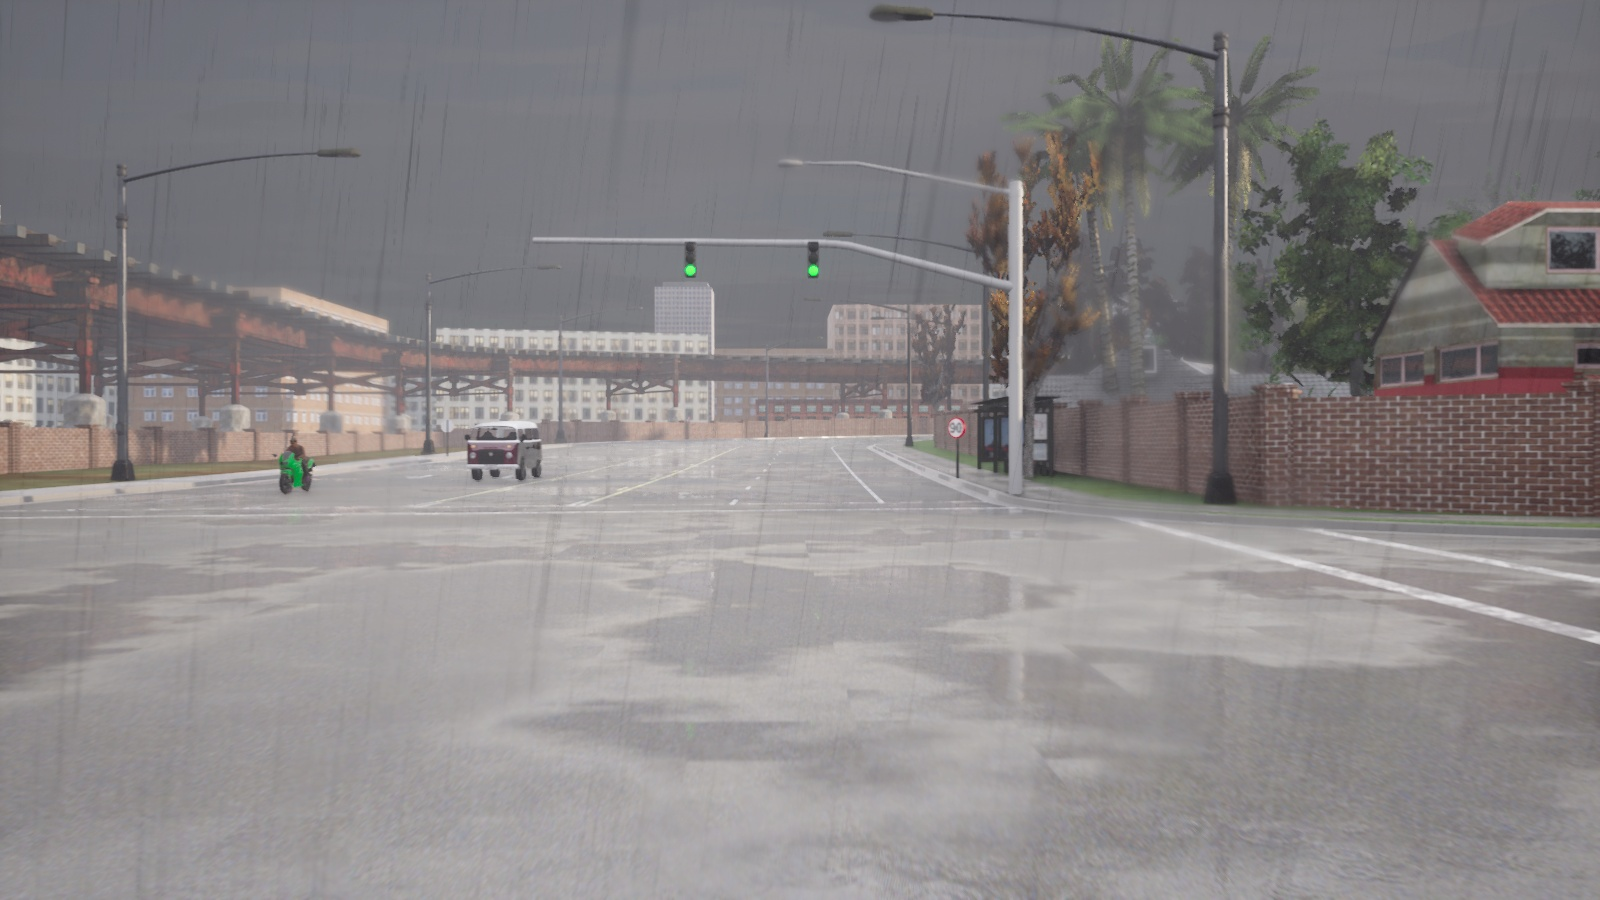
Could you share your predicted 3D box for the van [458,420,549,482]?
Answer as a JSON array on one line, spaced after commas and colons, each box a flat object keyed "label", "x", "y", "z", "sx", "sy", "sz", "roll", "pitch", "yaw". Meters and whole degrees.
[{"label": "van", "x": -10.241, "y": -0.016, "z": 43.677, "sx": 2.069, "sy": 2.038, "sz": 4.480, "roll": 0, "pitch": 1, "yaw": 0}]

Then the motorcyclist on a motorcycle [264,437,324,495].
[{"label": "motorcyclist on a motorcycle", "x": -13.794, "y": 0.405, "z": 34.279, "sx": 0.797, "sy": 1.523, "sz": 2.044, "roll": 0, "pitch": 1, "yaw": 0}]
